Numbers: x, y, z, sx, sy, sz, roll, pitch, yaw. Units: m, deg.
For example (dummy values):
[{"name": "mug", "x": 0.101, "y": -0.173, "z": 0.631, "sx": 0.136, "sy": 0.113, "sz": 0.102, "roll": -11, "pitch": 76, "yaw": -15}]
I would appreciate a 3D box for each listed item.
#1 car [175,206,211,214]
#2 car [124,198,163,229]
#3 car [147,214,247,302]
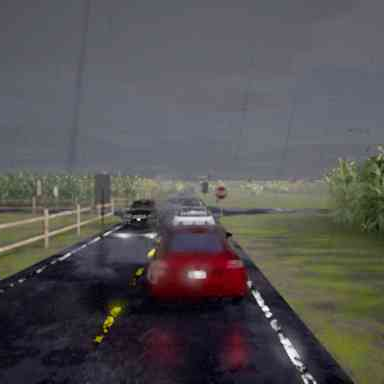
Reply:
[{"name": "car", "x": 0.062, "y": 1.387, "z": 17.114, "sx": 1.895, "sy": 1.301, "sz": 4.718, "roll": 0, "pitch": 1, "yaw": 0}, {"name": "car", "x": -2.797, "y": 1.169, "z": 19.852, "sx": 1.837, "sy": 1.490, "sz": 4.892, "roll": 0, "pitch": 1, "yaw": 0}, {"name": "car", "x": 0.083, "y": 1.464, "z": 8.101, "sx": 1.994, "sy": 1.385, "sz": 4.181, "roll": 0, "pitch": 1, "yaw": 0}]
